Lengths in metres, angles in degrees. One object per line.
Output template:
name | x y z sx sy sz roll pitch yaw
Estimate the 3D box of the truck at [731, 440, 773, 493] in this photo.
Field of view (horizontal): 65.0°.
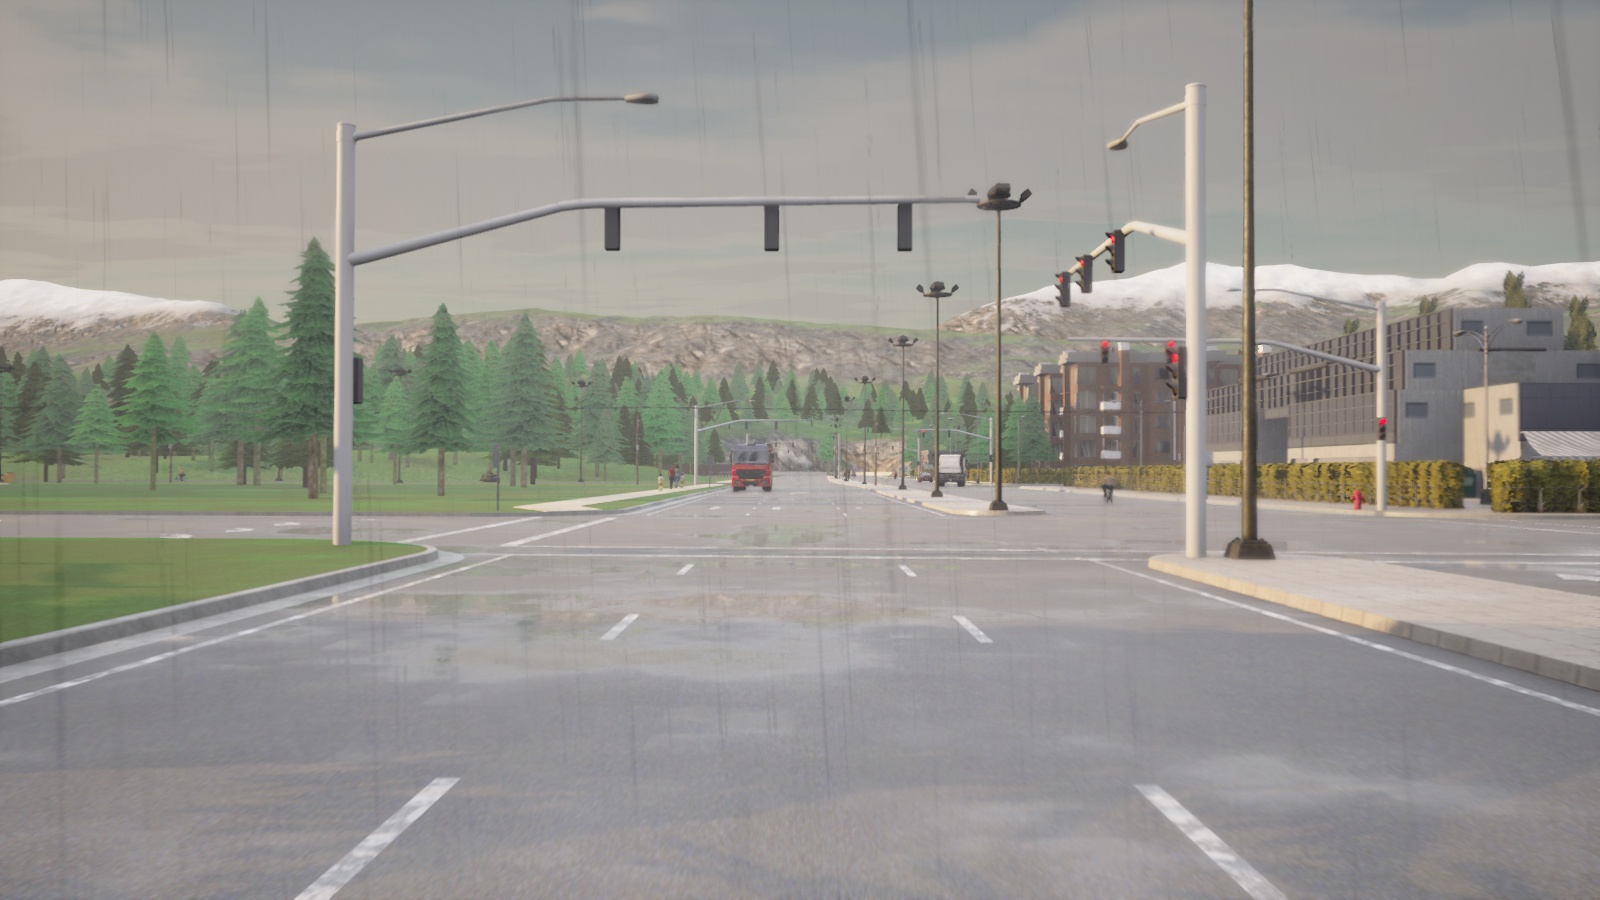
truck | -3.593 1.270 95.988 2.891 3.827 8.468 0 -1 0
